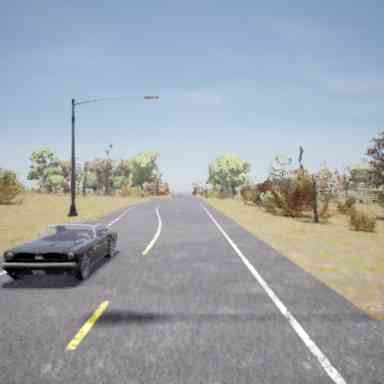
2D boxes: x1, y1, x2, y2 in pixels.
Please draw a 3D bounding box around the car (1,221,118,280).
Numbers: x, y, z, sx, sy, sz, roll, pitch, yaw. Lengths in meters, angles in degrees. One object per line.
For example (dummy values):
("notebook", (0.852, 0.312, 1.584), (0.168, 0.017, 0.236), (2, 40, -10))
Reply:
("car", (-3.632, 1.603, 10.070), (1.895, 1.301, 4.718), (0, 0, 0))
